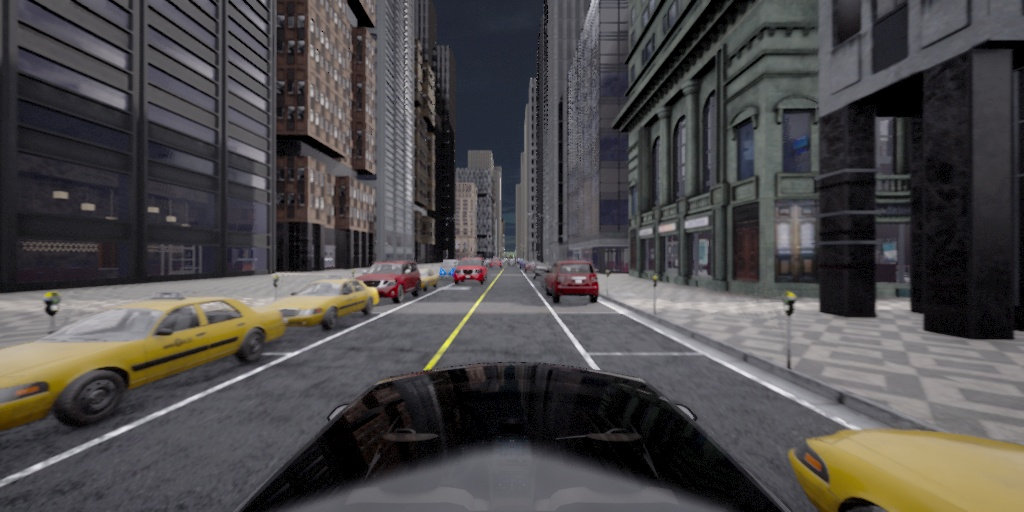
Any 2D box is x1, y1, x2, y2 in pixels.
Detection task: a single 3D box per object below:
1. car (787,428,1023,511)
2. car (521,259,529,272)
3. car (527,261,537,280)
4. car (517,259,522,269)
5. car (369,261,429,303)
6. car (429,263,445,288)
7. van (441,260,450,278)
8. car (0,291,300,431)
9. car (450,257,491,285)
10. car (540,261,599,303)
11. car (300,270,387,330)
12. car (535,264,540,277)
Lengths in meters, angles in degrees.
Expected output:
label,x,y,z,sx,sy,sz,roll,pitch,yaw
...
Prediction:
label,x,y,z,sx,sy,sz,roll,pitch,yaw
car,2.763,1.268,0.452,1.751,1.417,4.829,0,0,0
car,2.747,1.465,51.044,1.967,1.591,4.097,0,0,0
car,2.752,1.476,34.124,2.007,1.370,4.403,0,0,0
car,2.367,1.460,64.686,2.097,1.767,4.553,0,0,0
car,-5.768,1.145,17.193,2.192,1.841,5.009,0,0,0
car,-5.769,1.387,22.664,1.751,1.417,4.829,0,0,0
van,-5.773,1.265,34.115,1.690,1.789,3.998,0,0,0
car,-5.764,1.297,5.742,1.751,1.417,4.829,0,0,0
car,-3.107,1.112,27.922,2.150,2.045,5.566,0,0,0
car,2.758,1.146,17.203,2.192,1.841,5.009,0,0,0
car,-5.766,1.326,11.382,1.751,1.417,4.829,0,0,0
car,2.756,1.412,22.843,2.007,1.370,4.403,0,0,0
